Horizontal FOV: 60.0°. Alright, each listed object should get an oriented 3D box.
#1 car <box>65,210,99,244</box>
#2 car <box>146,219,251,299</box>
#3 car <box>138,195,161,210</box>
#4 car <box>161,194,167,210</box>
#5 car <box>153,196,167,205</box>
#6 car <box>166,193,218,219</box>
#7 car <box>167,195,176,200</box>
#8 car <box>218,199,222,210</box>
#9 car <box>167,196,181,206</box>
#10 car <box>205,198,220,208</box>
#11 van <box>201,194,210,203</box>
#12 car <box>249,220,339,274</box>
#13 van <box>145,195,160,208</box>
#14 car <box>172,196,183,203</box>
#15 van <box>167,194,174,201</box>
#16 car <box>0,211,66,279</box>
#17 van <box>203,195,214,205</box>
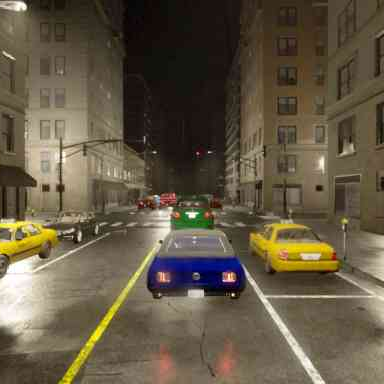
[{"bbox_3d":[-5.660,1.552,15.687,2.008,1.369,4.403,0,0,0],"label":"car"},{"bbox_3d":[0.087,1.601,8.387,1.895,1.301,4.718,0,0,0],"label":"car"},{"bbox_3d":[-5.645,1.328,42.462,2.192,1.841,5.009,0,0,0],"label":"car"},{"bbox_3d":[-3.080,1.235,43.726,2.150,2.045,5.566,0,0,0],"label":"car"},{"bbox_3d":[-5.635,1.462,58.965,1.967,1.590,4.097,0,0,0],"label":"car"},{"bbox_3d":[0.011,1.224,18.153,2.150,2.045,5.566,0,0,0],"label":"car"},{"bbox_3d":[-5.615,1.591,91.973,2.008,1.369,4.403,0,0,0],"label":"car"},{"bbox_3d":[2.881,1.557,42.456,1.887,1.381,4.507,0,0,0],"label":"car"},{"bbox_3d":[-3.047,1.512,57.118,2.128,1.511,4.902,0,0,1],"label":"car"},{"bbox_3d":[2.885,1.582,47.957,1.947,1.339,4.313,0,0,0],"label":"car"},{"bbox_3d":[2.897,1.368,69.963,1.690,1.788,3.998,0,0,0],"label":"van"},{"bbox_3d":[2.862,1.526,10.326,1.752,1.417,4.829,0,0,0],"label":"car"},{"bbox_3d":[-5.641,1.357,47.962,1.690,1.788,3.998,0,0,0],"label":"van"},{"bbox_3d":[-2.958,1.553,70.860,2.128,1.511,4.902,0,0,0],"label":"car"},{"bbox_3d":[-5.618,1.377,86.473,1.690,1.788,3.998,0,0,0],"label":"van"},{"bbox_3d":[-5.663,1.526,9.992,1.752,1.417,4.829,0,0,0],"label":"car"},{"bbox_3d":[2.891,1.363,58.960,1.690,1.788,3.998,0,0,0],"label":"van"}]
